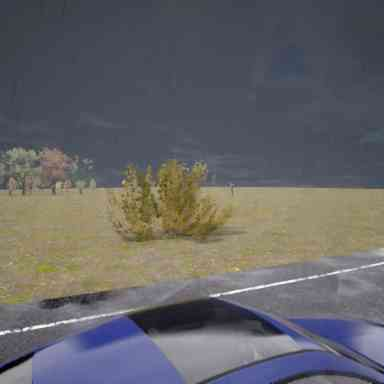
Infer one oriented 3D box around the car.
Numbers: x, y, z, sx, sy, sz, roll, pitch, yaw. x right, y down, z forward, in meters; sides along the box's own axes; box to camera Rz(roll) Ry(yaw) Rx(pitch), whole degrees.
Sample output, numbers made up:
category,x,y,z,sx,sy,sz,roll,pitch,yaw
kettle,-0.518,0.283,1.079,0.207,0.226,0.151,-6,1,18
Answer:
category,x,y,z,sx,sy,sz,roll,pitch,yaw
car,0.298,1.526,2.216,4.674,1.442,1.812,0,0,-29
